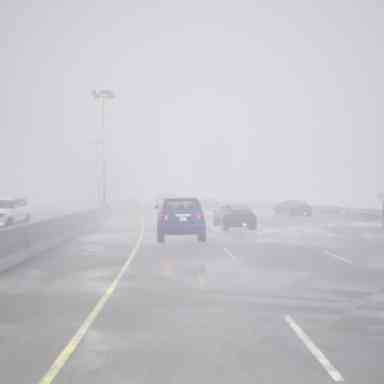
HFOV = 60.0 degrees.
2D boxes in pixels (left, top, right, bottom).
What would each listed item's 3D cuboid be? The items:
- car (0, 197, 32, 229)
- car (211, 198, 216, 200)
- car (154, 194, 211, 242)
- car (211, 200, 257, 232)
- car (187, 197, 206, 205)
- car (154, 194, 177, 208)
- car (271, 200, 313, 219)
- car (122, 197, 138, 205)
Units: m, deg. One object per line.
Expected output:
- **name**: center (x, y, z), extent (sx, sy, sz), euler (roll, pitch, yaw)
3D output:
- **car**: center (-12.087, 1.353, 21.325), extent (2.150, 2.045, 5.566), euler (-1, 0, -8)
- **car**: center (1.995, 1.478, 42.204), extent (2.128, 1.511, 4.902), euler (0, 0, -15)
- **car**: center (-0.656, 1.231, 16.557), extent (2.150, 2.045, 5.566), euler (0, 0, -6)
- **car**: center (2.489, 1.482, 20.283), extent (1.837, 1.490, 4.892), euler (1, 0, -8)
- **car**: center (0.718, 1.605, 59.695), extent (1.895, 1.301, 4.718), euler (-1, 0, -21)
- **car**: center (-4.171, 1.277, 51.776), extent (2.150, 2.045, 5.566), euler (0, 0, -19)
- **car**: center (8.402, 1.420, 28.329), extent (1.837, 1.490, 4.892), euler (1, 0, -10)
- **car**: center (-11.450, 1.683, 61.393), extent (2.033, 1.411, 5.357), euler (-1, 0, -23)
